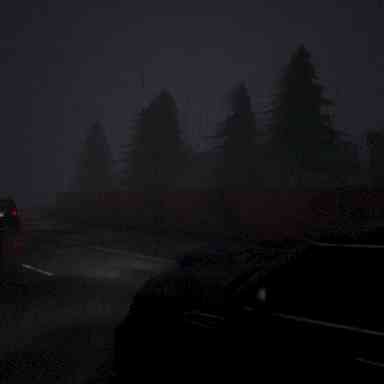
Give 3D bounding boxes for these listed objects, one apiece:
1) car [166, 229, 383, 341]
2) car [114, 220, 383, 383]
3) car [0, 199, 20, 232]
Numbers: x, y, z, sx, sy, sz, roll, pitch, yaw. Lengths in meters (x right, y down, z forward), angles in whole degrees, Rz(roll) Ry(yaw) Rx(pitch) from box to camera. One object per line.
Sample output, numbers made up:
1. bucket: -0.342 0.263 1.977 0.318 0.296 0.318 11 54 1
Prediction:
1. car: 1.844 1.655 7.124 4.718 1.301 1.895 -1 -1 37
2. car: 1.811 1.240 2.772 5.566 2.045 2.150 0 0 36
3. car: -12.690 1.446 21.261 2.150 2.045 5.566 0 0 -39
